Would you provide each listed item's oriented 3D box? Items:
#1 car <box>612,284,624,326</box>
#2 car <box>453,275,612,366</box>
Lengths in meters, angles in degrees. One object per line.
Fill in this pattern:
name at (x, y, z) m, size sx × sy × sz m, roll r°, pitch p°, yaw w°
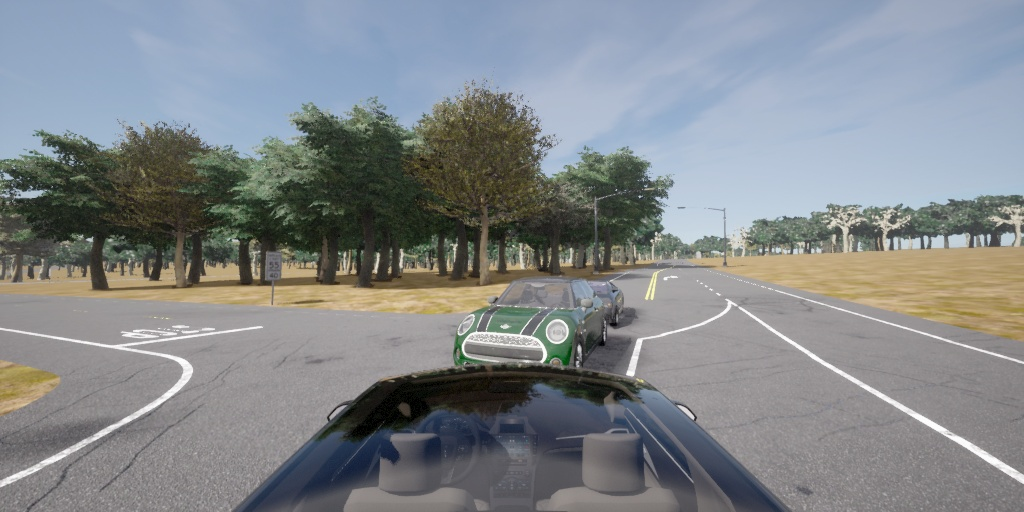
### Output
car at (2.884, 1.555, 12.933) m, size 1.994 × 1.385 × 4.181 m, roll -2°, pitch 0°, yaw 22°
car at (0.668, 1.223, 7.497) m, size 2.097 × 1.767 × 4.553 m, roll -1°, pitch -2°, yaw 22°
